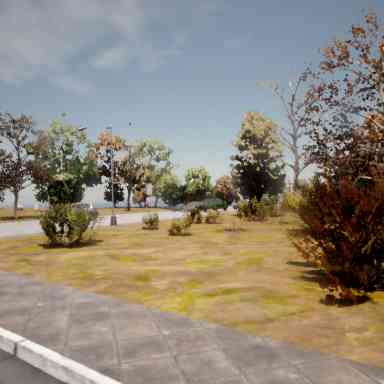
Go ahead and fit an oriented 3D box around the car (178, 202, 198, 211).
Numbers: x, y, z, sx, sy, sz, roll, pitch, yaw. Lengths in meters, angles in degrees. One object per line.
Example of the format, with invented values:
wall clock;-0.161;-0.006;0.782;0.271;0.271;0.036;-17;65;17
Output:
car;0.331;2.390;54.908;2.097;1.767;4.553;-3;-2;32

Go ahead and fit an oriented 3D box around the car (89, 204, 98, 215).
car;-12.132;2.394;35.106;2.128;1.511;4.902;-3;-2;32

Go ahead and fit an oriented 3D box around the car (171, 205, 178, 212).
car;-1.894;2.775;57.896;1.994;1.385;4.181;-3;-2;32

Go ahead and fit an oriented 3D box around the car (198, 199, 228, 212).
car;3.713;2.100;53.502;2.150;2.045;5.566;-3;-2;32

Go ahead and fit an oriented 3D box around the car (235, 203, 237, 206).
car;9.364;2.575;62.406;1.895;1.301;4.718;-3;-2;33
